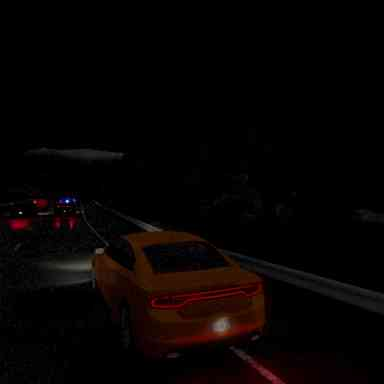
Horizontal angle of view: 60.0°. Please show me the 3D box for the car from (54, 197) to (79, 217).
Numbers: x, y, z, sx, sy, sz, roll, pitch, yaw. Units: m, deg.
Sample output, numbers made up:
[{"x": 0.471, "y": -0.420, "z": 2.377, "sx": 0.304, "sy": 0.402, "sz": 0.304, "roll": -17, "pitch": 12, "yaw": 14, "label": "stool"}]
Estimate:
[{"x": -11.984, "y": 1.491, "z": 31.525, "sx": 2.128, "sy": 1.511, "sz": 4.902, "roll": 0, "pitch": 0, "yaw": -19, "label": "car"}]

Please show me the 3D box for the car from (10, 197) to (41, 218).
[{"x": -15.157, "y": 1.505, "z": 30.132, "sx": 1.837, "sy": 1.490, "sz": 4.892, "roll": 0, "pitch": 0, "yaw": -19, "label": "car"}]

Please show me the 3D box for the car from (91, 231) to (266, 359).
[{"x": -0.677, "y": 1.478, "z": 6.302, "sx": 1.882, "sy": 1.535, "sz": 5.008, "roll": 0, "pitch": 0, "yaw": -25, "label": "car"}]

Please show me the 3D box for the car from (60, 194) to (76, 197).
[{"x": -15.419, "y": 1.221, "z": 41.424, "sx": 2.150, "sy": 2.045, "sz": 5.566, "roll": 0, "pitch": 0, "yaw": -18, "label": "car"}]

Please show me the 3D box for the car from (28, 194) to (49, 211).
[{"x": -18.582, "y": 1.221, "z": 40.025, "sx": 2.150, "sy": 2.045, "sz": 5.566, "roll": 0, "pitch": 0, "yaw": -19, "label": "car"}]
